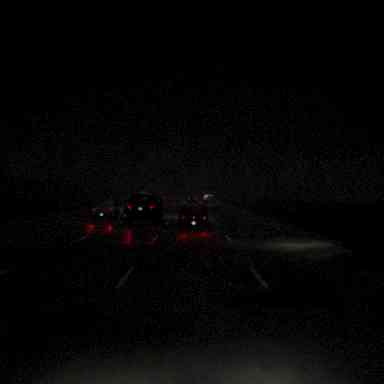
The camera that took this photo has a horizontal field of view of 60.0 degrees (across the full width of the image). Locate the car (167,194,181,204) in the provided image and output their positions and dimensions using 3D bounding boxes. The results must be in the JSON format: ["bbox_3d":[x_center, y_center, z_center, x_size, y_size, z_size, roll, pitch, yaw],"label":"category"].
[{"bbox_3d":[-3.493,1.399,61.850,1.882,1.535,5.008,0,0,0],"label":"car"}]

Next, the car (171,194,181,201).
[{"bbox_3d":[-3.491,1.242,72.269,1.837,1.490,4.892,0,0,0],"label":"car"}]

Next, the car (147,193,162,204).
[{"bbox_3d":[-6.993,1.146,61.880,2.150,2.045,5.566,0,0,0],"label":"car"}]

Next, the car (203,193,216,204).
[{"bbox_3d":[3.507,1.446,62.405,1.812,1.442,4.674,0,0,0],"label":"car"}]

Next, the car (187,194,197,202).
[{"bbox_3d":[0.007,1.447,62.405,1.812,1.442,4.674,0,0,0],"label":"car"}]

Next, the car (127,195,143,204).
[{"bbox_3d":[-10.493,1.416,61.851,2.128,1.511,4.902,0,0,0],"label":"car"}]

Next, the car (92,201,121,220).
[{"bbox_3d":[-6.895,1.491,27.621,1.812,1.442,4.674,0,0,0],"label":"car"}]

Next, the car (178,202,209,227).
[{"bbox_3d":[0.102,1.573,22.255,1.895,1.301,4.718,0,0,0],"label":"car"}]

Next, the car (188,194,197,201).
[{"bbox_3d":[0.009,1.219,72.269,1.882,1.535,5.008,0,0,0],"label":"car"}]

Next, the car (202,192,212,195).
[{"bbox_3d":[3.509,0.966,72.298,2.150,2.045,5.566,0,0,0],"label":"car"}]

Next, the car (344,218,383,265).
[{"bbox_3d":[7.103,1.210,9.199,2.150,2.045,5.566,0,0,-29],"label":"car"}]

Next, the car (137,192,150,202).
[{"bbox_3d":[-10.491,0.967,72.300,2.150,2.045,5.566,0,0,0],"label":"car"}]

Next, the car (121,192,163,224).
[{"bbox_3d":[-3.398,1.192,24.573,2.150,2.045,5.566,0,0,0],"label":"car"}]
